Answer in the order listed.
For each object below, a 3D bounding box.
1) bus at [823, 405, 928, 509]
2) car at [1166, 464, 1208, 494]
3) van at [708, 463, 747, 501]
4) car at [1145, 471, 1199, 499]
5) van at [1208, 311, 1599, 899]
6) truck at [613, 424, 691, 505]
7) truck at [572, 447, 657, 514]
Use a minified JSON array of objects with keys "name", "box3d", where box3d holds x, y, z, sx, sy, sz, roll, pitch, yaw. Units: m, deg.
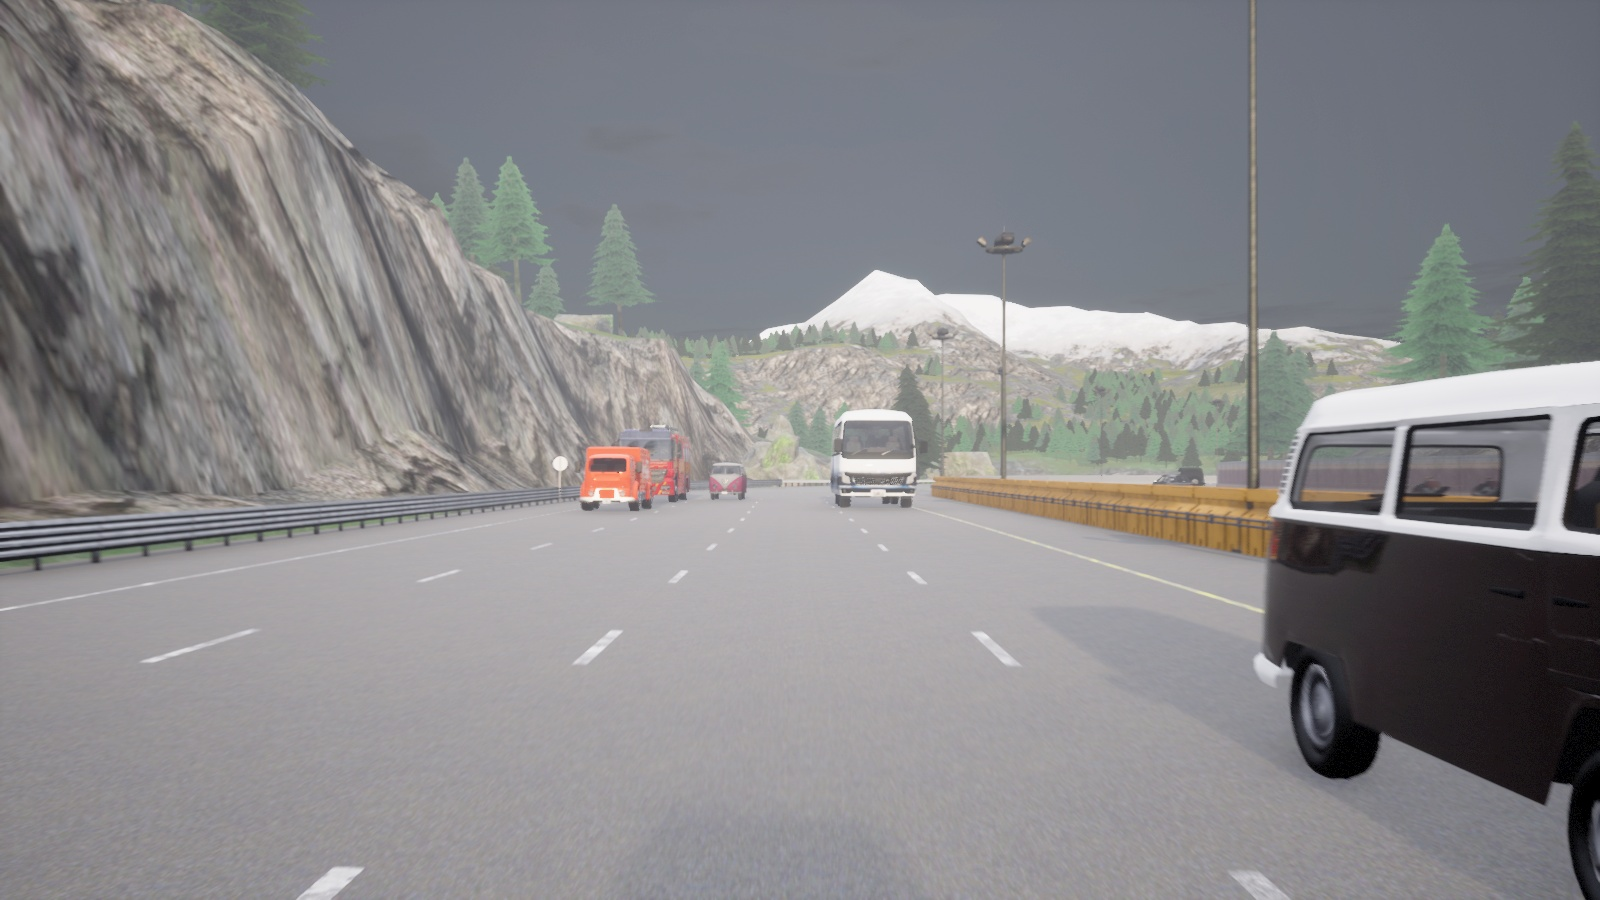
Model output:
[{"name":"bus","box3d":[3.190,0.376,56.633,3.944,4.253,10.273,0,-1,-1]},{"name":"car","box3d":[24.980,1.872,81.090,1.905,1.878,3.866,0,-1,7]},{"name":"van","box3d":[-3.874,1.725,67.988,1.775,1.987,4.442,0,-1,1]},{"name":"car","box3d":[20.666,1.918,69.901,1.816,1.474,4.193,0,-1,1]},{"name":"van","box3d":[3.491,0.613,5.280,2.069,2.038,4.480,0,-1,0]},{"name":"truck","box3d":[-7.389,0.753,63.889,2.891,3.827,8.468,0,-1,1]},{"name":"truck","box3d":[-7.202,1.189,49.304,2.627,2.467,5.204,0,-1,-1]}]
